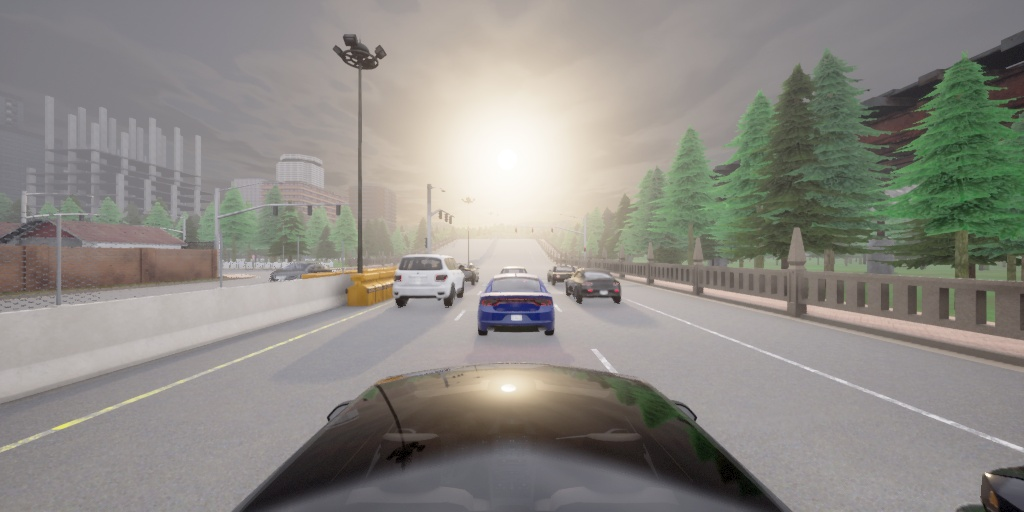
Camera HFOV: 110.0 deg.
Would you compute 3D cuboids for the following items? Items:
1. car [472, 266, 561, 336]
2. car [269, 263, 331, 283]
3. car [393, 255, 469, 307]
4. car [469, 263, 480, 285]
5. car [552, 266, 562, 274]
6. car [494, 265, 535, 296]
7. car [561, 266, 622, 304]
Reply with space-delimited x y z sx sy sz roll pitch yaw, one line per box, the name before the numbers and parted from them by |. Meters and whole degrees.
car | 0.101 1.228 10.476 1.882 1.535 5.008 0 0 0
car | -14.043 1.243 24.114 2.128 1.511 4.902 0 0 0
car | -3.389 0.969 15.538 2.150 2.045 5.566 0 0 0
car | -3.429 1.241 25.720 2.128 1.511 4.902 0 0 -1
car | 3.612 1.351 25.705 1.895 1.301 4.718 0 0 0
car | 0.109 1.297 20.547 2.033 1.411 5.357 0 0 0
car | 3.603 1.276 16.360 1.812 1.442 4.674 0 0 0
